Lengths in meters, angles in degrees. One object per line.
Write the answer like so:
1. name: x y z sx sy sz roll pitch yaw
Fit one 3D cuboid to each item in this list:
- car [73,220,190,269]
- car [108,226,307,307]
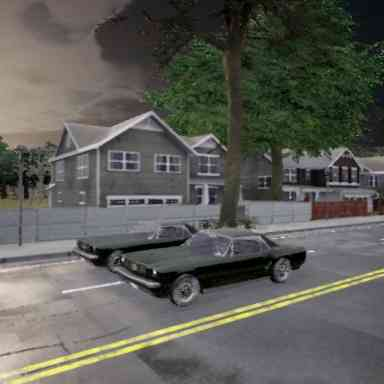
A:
1. car: -1.281 1.620 10.760 4.718 1.301 1.895 0 0 -36
2. car: 0.618 1.620 8.122 4.718 1.301 1.895 0 0 -36
